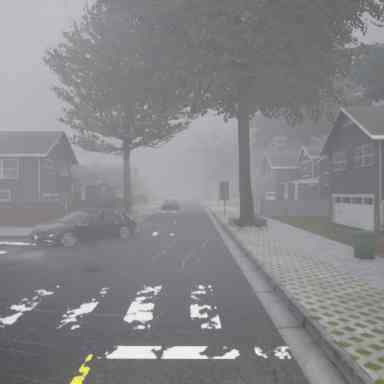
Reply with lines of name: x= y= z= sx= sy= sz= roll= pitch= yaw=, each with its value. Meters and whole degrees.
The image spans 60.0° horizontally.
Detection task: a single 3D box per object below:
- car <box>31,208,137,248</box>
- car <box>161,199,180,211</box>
car: x=-4.703 y=1.548 z=15.124 sx=1.837 sy=1.490 sz=4.892 roll=5 pitch=4 yaw=37
car: x=-2.522 y=1.503 z=39.426 sx=1.994 sy=1.385 sz=4.181 roll=0 pitch=0 yaw=0
